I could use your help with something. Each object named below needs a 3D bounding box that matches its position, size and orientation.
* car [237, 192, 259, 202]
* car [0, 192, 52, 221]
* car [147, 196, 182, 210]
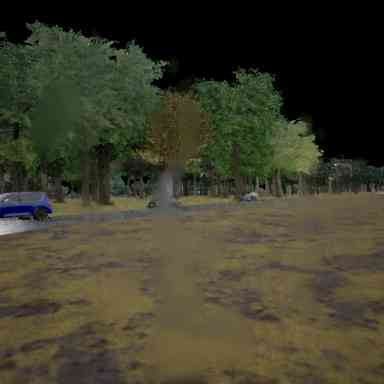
[{"bbox_3d":[8.912,0.788,52.687,1.837,1.490,4.892,-3,-1,36],"label":"car"},{"bbox_3d":[-12.303,1.066,22.523,2.150,2.045,5.566,-3,0,32],"label":"car"},{"bbox_3d":[-2.977,1.152,35.962,1.994,1.385,4.181,-3,-1,35],"label":"car"}]
